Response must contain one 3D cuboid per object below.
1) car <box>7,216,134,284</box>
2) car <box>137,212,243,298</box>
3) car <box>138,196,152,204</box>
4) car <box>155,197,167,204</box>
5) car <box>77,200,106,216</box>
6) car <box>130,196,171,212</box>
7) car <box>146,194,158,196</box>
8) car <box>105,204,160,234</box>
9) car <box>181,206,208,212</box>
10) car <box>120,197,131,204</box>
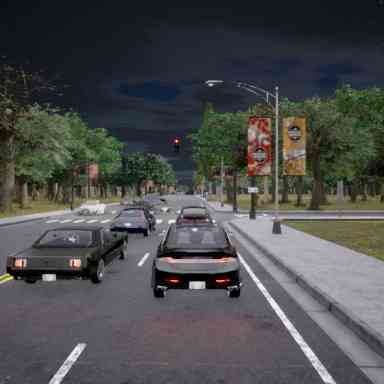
[{"bbox_3d":[-3.139,1.603,9.578,1.895,1.301,4.718,0,0,0],"label":"car"},{"bbox_3d":[0.107,1.493,8.513,2.128,1.511,4.902,0,0,0],"label":"car"},{"bbox_3d":[-9.627,1.551,68.289,2.128,1.511,4.902,0,0,0],"label":"car"},{"bbox_3d":[-6.373,1.661,68.957,1.895,1.301,4.718,0,0,0],"label":"car"},{"bbox_3d":[-9.789,1.544,32.885,1.812,1.442,4.674,0,0,0],"label":"car"},{"bbox_3d":[-3.969,1.512,33.812,2.128,1.511,4.902,-1,0,-35],"label":"car"},{"bbox_3d":[-6.493,1.263,53.473,2.150,2.045,5.566,0,0,0],"label":"car"},{"bbox_3d":[-3.137,1.571,18.333,1.994,1.385,4.181,0,0,0],"label":"car"},{"bbox_3d":[0.115,1.512,17.932,1.837,1.490,4.892,0,0,0],"label":"car"},{"bbox_3d":[-9.750,1.529,51.035,2.128,1.511,4.902,0,0,0],"label":"car"}]
